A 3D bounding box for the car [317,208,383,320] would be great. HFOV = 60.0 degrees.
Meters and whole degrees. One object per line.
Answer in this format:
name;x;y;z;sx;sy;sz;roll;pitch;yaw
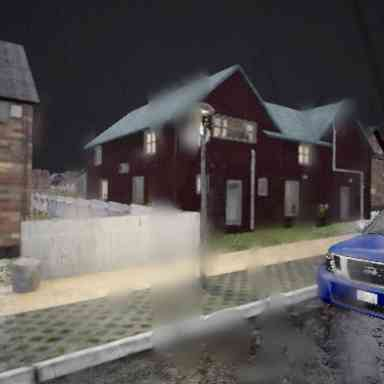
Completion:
car;4.832;1.182;6.513;5.566;2.045;2.150;0;0;-35
